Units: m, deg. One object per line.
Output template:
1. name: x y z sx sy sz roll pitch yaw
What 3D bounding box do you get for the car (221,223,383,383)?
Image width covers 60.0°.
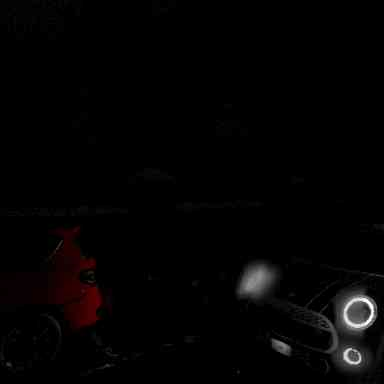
1. car: 2.943 1.352 5.470 4.553 1.767 2.097 0 0 -35

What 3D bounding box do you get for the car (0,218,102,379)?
1. car: -3.615 1.315 3.979 5.009 1.841 2.192 0 0 -35

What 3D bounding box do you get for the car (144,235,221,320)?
1. car: 1.015 1.582 7.273 4.206 1.307 1.802 0 0 -35
